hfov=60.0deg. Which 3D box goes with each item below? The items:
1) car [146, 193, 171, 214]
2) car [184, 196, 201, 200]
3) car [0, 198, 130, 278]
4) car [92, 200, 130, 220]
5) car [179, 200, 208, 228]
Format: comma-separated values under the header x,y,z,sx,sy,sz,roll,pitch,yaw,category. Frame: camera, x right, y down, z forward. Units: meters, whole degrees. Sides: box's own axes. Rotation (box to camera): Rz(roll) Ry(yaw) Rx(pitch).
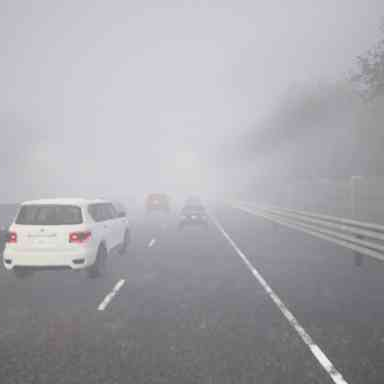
x,y,z,sx,sy,sz,roll,pitch,yaw,category
-3.402,1.161,34.097,2.150,2.045,5.566,0,0,0,car
0.100,1.283,40.868,2.097,1.767,4.553,0,0,0,car
-3.403,1.199,10.227,2.150,2.045,5.566,0,0,0,car
-6.901,1.494,28.892,2.033,1.411,5.357,0,0,0,car
0.103,1.506,21.892,2.033,1.411,5.357,0,0,0,car
